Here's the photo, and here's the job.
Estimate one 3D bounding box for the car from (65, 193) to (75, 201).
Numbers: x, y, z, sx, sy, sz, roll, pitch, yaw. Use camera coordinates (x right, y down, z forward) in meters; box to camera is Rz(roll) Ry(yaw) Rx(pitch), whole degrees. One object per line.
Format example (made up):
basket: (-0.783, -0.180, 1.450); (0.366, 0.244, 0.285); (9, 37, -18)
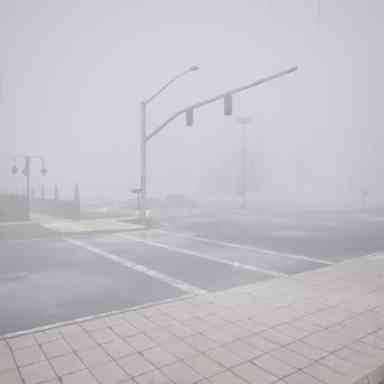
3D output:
car: (-22.755, 1.221, 63.213); (2.150, 2.045, 5.566); (0, 0, -36)

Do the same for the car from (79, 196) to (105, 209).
car: (-13.846, 1.525, 44.941); (1.812, 1.442, 4.674); (0, 0, -36)

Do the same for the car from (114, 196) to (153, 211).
car: (-7.456, 1.547, 42.116); (2.033, 1.411, 5.357); (0, 0, -36)

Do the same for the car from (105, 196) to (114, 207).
car: (-13.387, 1.505, 50.249); (1.837, 1.490, 4.892); (0, 0, -36)

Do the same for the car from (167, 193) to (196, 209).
car: (-1.691, 1.221, 46.092); (2.150, 2.045, 5.566); (0, 0, -36)

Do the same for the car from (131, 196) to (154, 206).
car: (-8.267, 1.505, 55.115); (1.837, 1.490, 4.892); (0, 0, -36)

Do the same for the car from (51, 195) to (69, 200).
car: (-23.871, 1.601, 58.746); (1.895, 1.301, 4.718); (0, 0, -36)

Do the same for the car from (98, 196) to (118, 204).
car: (-17.041, 1.548, 67.285); (2.033, 1.411, 5.357); (0, 0, -36)

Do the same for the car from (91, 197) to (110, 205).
car: (-16.867, 1.601, 61.010); (1.895, 1.301, 4.718); (0, 0, -36)

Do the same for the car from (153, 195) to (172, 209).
car: (-5.123, 1.505, 44.855); (1.837, 1.490, 4.892); (0, 0, -36)
